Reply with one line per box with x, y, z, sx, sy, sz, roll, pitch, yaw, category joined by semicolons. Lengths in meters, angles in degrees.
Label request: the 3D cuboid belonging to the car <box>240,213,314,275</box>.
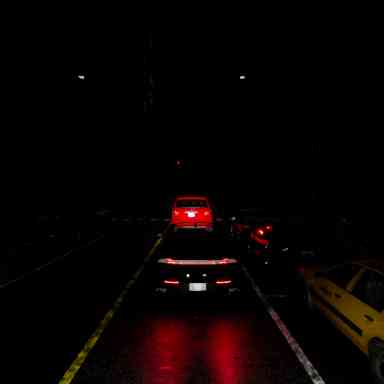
2.863;1.562;10.228;1.947;1.339;4.313;-1;0;0;car

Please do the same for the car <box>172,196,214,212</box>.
0.061;1.214;18.749;2.150;2.045;5.566;0;0;2;car

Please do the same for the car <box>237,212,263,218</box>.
2.861;1.576;15.814;1.802;1.307;4.206;-1;0;0;car

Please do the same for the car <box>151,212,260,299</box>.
0.096;1.489;8.400;2.128;1.511;4.902;0;0;0;car

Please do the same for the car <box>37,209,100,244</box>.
-5.685;1.539;15.808;1.887;1.381;4.507;-1;0;0;car

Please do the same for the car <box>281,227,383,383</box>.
2.864;1.524;4.812;1.752;1.417;4.829;-1;0;0;car
